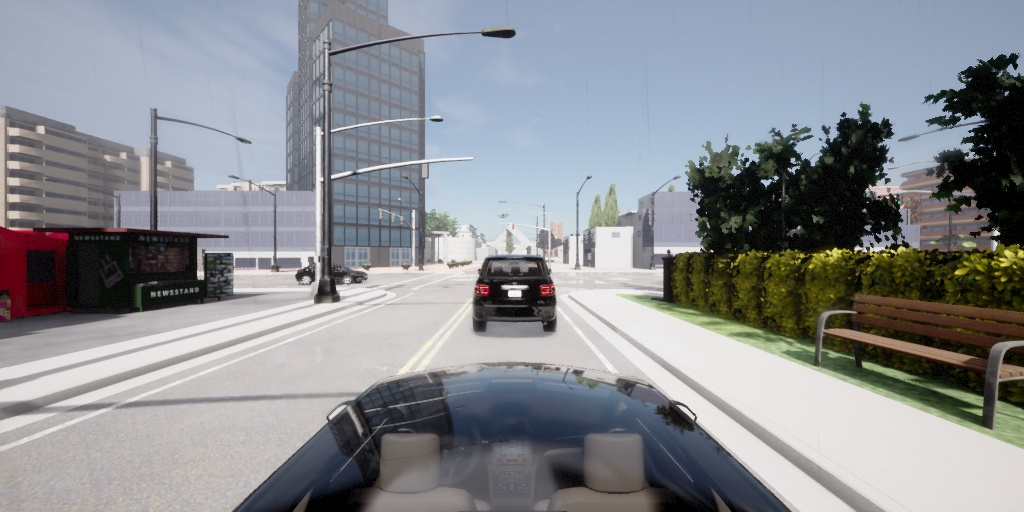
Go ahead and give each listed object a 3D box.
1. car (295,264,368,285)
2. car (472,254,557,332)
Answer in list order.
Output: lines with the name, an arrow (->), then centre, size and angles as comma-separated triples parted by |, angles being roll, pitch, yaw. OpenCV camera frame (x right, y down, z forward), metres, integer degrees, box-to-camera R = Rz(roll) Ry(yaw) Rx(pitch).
car -> -13.089, 1.329, 26.141 | 4.892, 1.490, 1.837 | -1, 0, 0
car -> 0.082, 0.971, 11.013 | 2.150, 2.045, 5.566 | 0, 0, 0
